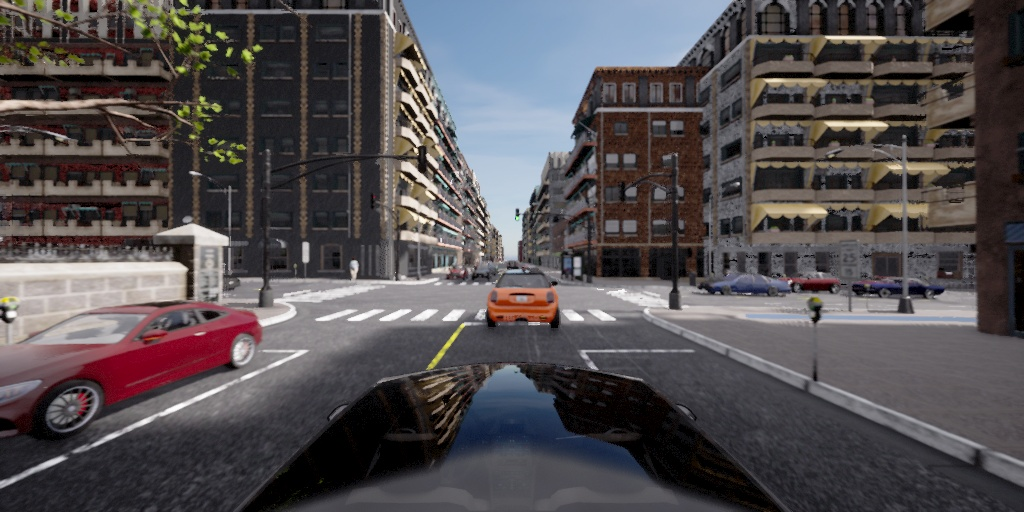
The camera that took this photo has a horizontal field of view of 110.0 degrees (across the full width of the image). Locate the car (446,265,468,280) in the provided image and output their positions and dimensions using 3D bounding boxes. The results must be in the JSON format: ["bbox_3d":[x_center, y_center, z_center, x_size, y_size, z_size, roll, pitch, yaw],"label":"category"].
[{"bbox_3d":[-5.707,1.661,37.794,1.967,1.591,4.097,0,0,0],"label":"car"}]

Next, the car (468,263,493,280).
[{"bbox_3d":[-3.118,1.718,37.210,1.837,1.490,4.892,0,-1,0],"label":"car"}]

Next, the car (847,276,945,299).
[{"bbox_3d":[25.271,2.103,23.733,4.718,1.301,1.895,1,0,-1],"label":"car"}]

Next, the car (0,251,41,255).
[{"bbox_3d":[-26.926,0.767,19.889,5.566,2.045,2.150,1,0,-1],"label":"car"}]

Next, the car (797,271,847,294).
[{"bbox_3d":[21.368,1.892,26.241,4.097,1.591,1.967,0,0,-1],"label":"car"}]

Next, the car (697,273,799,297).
[{"bbox_3d":[15.238,1.870,23.612,5.357,1.411,2.033,1,0,-1],"label":"car"}]

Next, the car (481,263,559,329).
[{"bbox_3d":[0.485,1.236,12.038,2.097,1.767,4.553,0,-1,6],"label":"car"}]

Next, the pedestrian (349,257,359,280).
[{"bbox_3d":[-12.726,1.007,28.801,0.375,1.860,0.375,0,-1,-1],"label":"pedestrian"}]

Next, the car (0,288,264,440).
[{"bbox_3d":[-5.690,1.380,5.386,1.802,1.307,4.207,0,0,0],"label":"car"}]

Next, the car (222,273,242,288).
[{"bbox_3d":[-17.658,1.275,20.002,4.181,1.385,1.994,1,0,-1],"label":"car"}]

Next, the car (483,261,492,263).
[{"bbox_3d":[-3.112,1.823,56.898,2.097,1.767,4.553,0,-1,0],"label":"car"}]
